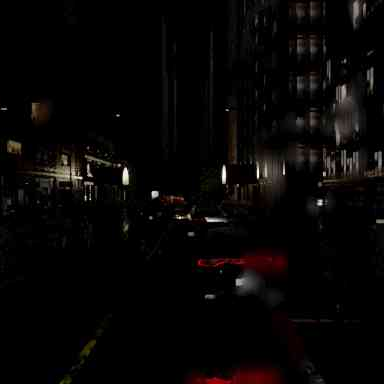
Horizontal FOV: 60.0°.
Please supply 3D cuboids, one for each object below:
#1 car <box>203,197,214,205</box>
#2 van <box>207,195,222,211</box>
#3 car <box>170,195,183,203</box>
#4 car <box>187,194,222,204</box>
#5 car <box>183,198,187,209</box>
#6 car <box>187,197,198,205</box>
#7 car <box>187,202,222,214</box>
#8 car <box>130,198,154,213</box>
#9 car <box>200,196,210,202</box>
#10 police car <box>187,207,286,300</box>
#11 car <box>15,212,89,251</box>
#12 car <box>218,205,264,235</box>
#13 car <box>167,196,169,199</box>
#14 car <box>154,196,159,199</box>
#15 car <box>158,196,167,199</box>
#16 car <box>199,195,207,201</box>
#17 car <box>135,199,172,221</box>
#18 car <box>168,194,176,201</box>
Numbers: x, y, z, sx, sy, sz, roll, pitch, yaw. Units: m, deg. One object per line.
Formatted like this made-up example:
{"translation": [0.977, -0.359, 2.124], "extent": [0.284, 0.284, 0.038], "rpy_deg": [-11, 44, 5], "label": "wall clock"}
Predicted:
{"translation": [2.800, 1.544, 58.284], "extent": [1.752, 1.417, 4.829], "rpy_deg": [0, 0, 0], "label": "car"}
{"translation": [2.766, 1.349, 41.542], "extent": [1.690, 1.788, 3.998], "rpy_deg": [0, 0, 0], "label": "van"}
{"translation": [-2.863, 1.379, 70.500], "extent": [2.097, 1.767, 4.553], "rpy_deg": [0, 0, 0], "label": "car"}
{"translation": [0.948, 1.226, 24.496], "extent": [2.150, 2.045, 5.566], "rpy_deg": [0, 0, 0], "label": "car"}
{"translation": [0.106, 1.515, 45.725], "extent": [1.837, 1.490, 4.892], "rpy_deg": [0, 0, 0], "label": "car"}
{"translation": [0.115, 1.583, 58.914], "extent": [1.994, 1.385, 4.181], "rpy_deg": [0, 0, 0], "label": "car"}
{"translation": [0.813, 1.504, 18.467], "extent": [1.837, 1.490, 4.892], "rpy_deg": [0, 0, 0], "label": "car"}
{"translation": [-5.624, 1.555, 36.031], "extent": [2.008, 1.369, 4.403], "rpy_deg": [0, 0, 0], "label": "car"}
{"translation": [2.832, 1.582, 74.687], "extent": [2.008, 1.369, 4.403], "rpy_deg": [0, 0, 0], "label": "car"}
{"translation": [0.916, 1.425, 8.577], "extent": [1.930, 1.638, 5.238], "rpy_deg": [0, 0, 0], "label": "police car"}
{"translation": [-5.667, 1.550, 13.935], "extent": [2.008, 1.369, 4.403], "rpy_deg": [0, 0, 0], "label": "car"}
{"translation": [2.725, 1.551, 19.445], "extent": [2.008, 1.369, 4.403], "rpy_deg": [0, 0, 0], "label": "car"}
{"translation": [-5.581, 1.459, 58.127], "extent": [1.967, 1.590, 4.097], "rpy_deg": [0, 0, 0], "label": "car"}
{"translation": [-5.613, 1.552, 41.555], "extent": [1.887, 1.381, 4.507], "rpy_deg": [0, 0, 0], "label": "car"}
{"translation": [-5.591, 1.581, 52.603], "extent": [1.947, 1.339, 4.313], "rpy_deg": [0, 0, 0], "label": "car"}
{"translation": [2.854, 1.566, 85.905], "extent": [1.752, 1.417, 4.829], "rpy_deg": [0, 0, 0], "label": "car"}
{"translation": [-3.049, 1.549, 27.388], "extent": [2.033, 1.411, 5.357], "rpy_deg": [0, 0, 0], "label": "car"}
{"translation": [-5.516, 1.485, 91.272], "extent": [1.967, 1.590, 4.097], "rpy_deg": [0, 0, 0], "label": "car"}
